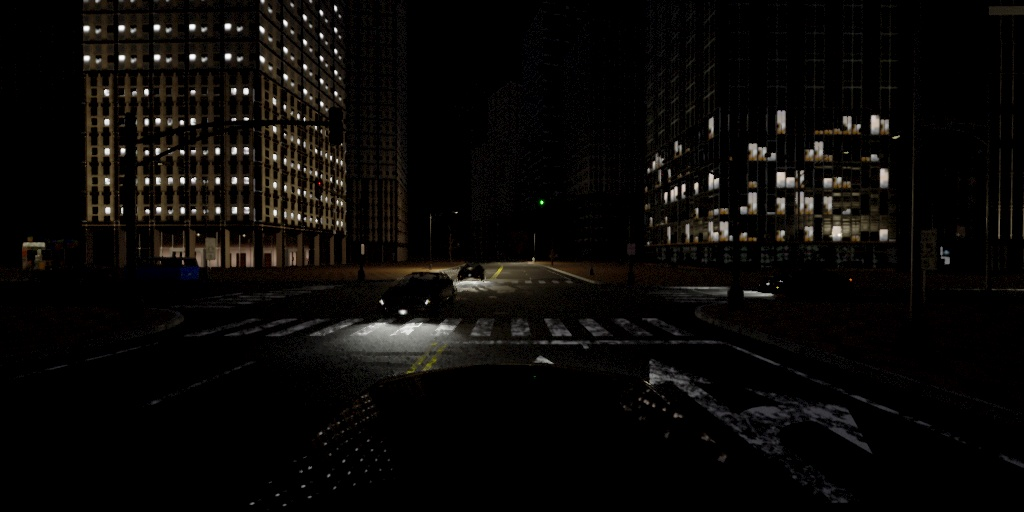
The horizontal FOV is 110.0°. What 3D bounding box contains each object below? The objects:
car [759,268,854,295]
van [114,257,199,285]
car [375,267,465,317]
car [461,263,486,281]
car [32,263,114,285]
[{"bbox_3d":[16.173,1.370,19.825,4.181,1.385,1.994,0,0,1],"label":"car"},{"bbox_3d":[-22.670,0.945,23.200,3.998,1.789,1.690,0,0,1],"label":"van"},{"bbox_3d":[-3.255,1.303,13.385,2.033,1.411,5.357,0,0,0],"label":"car"},{"bbox_3d":[-3.269,1.295,29.759,1.994,1.385,4.181,0,0,0],"label":"car"},{"bbox_3d":[-28.208,1.124,23.243,4.507,1.381,1.888,0,0,1],"label":"car"}]
